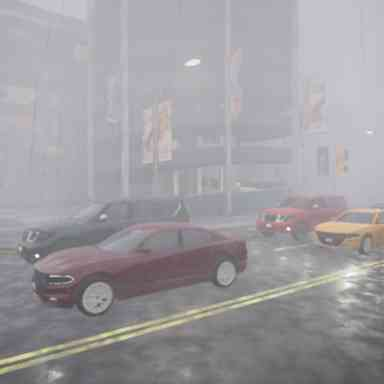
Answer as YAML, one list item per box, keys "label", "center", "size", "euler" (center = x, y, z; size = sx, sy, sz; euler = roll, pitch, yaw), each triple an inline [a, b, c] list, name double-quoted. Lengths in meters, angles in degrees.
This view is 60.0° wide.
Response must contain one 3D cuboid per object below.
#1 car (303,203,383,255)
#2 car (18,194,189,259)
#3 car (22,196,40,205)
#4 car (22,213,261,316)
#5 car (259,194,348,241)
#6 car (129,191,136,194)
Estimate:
- label: "car"
  center: [6.873, 1.415, 13.200]
  size: [5.008, 1.535, 1.882]
  euler: [0, 0, -35]
- label: "car"
  center: [-2.492, 1.202, 10.813]
  size: [5.566, 2.045, 2.150]
  euler: [0, 0, -36]
- label: "car"
  center: [-26.987, 1.413, 55.681]
  size: [1.895, 1.301, 4.718]
  euler: [0, 0, -36]
- label: "car"
  center: [-0.908, 1.461, 7.646]
  size: [5.008, 1.535, 1.882]
  euler: [0, 0, -36]
- label: "car"
  center: [5.732, 1.154, 16.659]
  size: [5.566, 2.045, 2.150]
  euler: [0, 0, -35]
- label: "car"
  center: [-12.472, 0.891, 67.176]
  size: [2.435, 2.045, 5.566]
  euler: [0, 0, -36]
